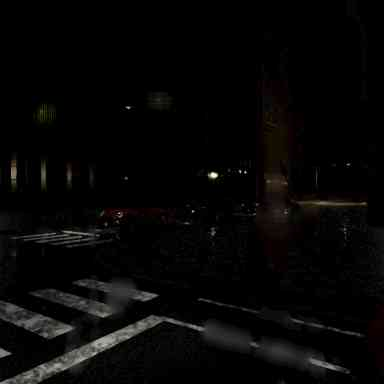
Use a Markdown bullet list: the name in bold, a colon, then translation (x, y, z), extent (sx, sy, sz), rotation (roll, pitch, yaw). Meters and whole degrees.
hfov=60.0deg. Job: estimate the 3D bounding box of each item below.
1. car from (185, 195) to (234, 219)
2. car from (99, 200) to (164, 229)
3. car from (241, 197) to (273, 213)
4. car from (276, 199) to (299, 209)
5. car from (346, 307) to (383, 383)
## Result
- **car**: translation (1.697, 1.257, 29.781), extent (2.150, 2.045, 5.566), rotation (0, 0, 36)
- **car**: translation (-3.904, 1.377, 21.953), extent (2.097, 1.767, 4.553), rotation (0, 0, 35)
- **car**: translation (7.395, 1.399, 37.700), extent (2.097, 1.767, 4.553), rotation (0, 0, 35)
- **car**: translation (13.124, 1.624, 45.638), extent (1.994, 1.385, 4.181), rotation (0, 0, 36)
- **car**: translation (3.564, 1.221, 1.149), extent (5.566, 2.045, 2.150), rotation (0, 0, 36)
